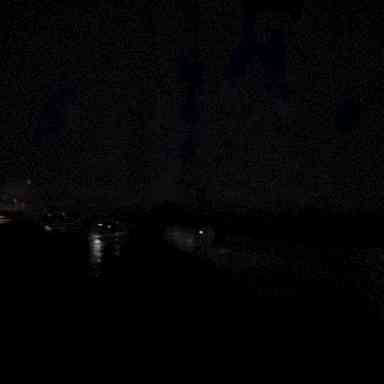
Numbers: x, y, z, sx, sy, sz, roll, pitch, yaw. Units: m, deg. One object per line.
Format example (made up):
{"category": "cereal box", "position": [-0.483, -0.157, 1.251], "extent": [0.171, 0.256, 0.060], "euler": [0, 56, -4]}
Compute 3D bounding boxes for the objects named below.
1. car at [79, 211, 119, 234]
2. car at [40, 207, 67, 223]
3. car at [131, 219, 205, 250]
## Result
{"category": "car", "position": [-7.374, 2.308, 25.953], "extent": [1.837, 1.490, 4.892], "euler": [-2, 0, -35]}
{"category": "car", "position": [-15.816, 2.528, 37.870], "extent": [2.097, 1.767, 4.553], "euler": [-2, 0, -35]}
{"category": "car", "position": [-1.402, 2.141, 17.624], "extent": [1.895, 1.301, 4.718], "euler": [-2, 0, -37]}
